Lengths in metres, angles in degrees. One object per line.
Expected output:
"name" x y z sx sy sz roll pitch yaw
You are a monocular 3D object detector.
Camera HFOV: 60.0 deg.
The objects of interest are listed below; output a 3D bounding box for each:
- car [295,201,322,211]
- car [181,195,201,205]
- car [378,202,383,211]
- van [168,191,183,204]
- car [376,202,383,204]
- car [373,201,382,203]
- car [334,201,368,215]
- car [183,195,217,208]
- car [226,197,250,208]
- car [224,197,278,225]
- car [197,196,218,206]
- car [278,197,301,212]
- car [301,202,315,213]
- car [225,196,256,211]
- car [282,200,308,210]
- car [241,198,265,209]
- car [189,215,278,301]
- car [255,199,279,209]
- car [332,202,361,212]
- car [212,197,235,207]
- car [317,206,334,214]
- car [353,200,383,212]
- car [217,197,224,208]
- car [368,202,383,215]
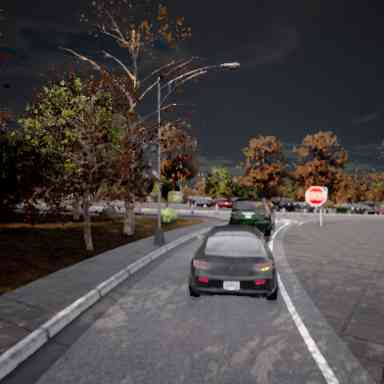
"car" 21.385 2.532 61.282 2.231 1.521 4.892 3 0 -16
"car" -0.178 1.354 55.187 2.002 1.452 4.674 4 -1 -16
"car" 40.031 2.984 66.596 2.185 1.767 4.553 1 0 -16
"van" -2.693 0.915 54.339 1.878 1.987 4.442 4 0 -16
"car" 27.664 2.727 49.502 2.163 1.488 4.792 2 0 -16
"car" 30.349 2.673 50.263 2.185 1.767 4.553 2 0 -16
"car" 22.327 2.348 47.928 2.185 1.767 4.553 3 0 -16
"car" 0.904 1.229 41.866 2.163 1.488 4.792 4 -1 -16
"car" 7.927 1.845 57.671 1.946 1.575 5.366 3 -1 -16
"car" 3.624 1.360 19.390 2.150 2.045 5.566 0 0 17
"car" 2.496 1.537 55.944 2.002 1.452 4.674 4 -1 -16
"car" 11.604 1.658 44.954 2.435 2.045 5.566 3 -1 -16
"car" 14.279 2.067 45.676 2.231 1.521 4.892 3 -1 -16
"car" 6.245 1.441 43.440 2.185 1.767 4.553 4 -1 -16
"car" 18.580 2.408 60.488 2.097 1.535 5.008 3 0 -16
"car" 10.612 2.003 58.431 1.946 1.575 5.366 3 -1 -16
"car" 1.055 1.548 8.332 1.812 1.442 4.674 0 0 8
"car" 13.221 2.177 58.947 2.163 1.488 4.792 3 -1 -16
"car" 29.353 2.824 63.350 1.946 1.575 5.366 2 0 -16
"car" 5.286 1.711 56.761 2.163 1.488 4.792 4 -1 -16
"car" 16.954 2.243 46.410 2.163 1.488 4.792 3 -1 -16
"car" 34.667 2.733 65.075 2.435 2.045 5.566 2 0 -16
"car" 3.560 1.412 42.679 2.163 1.488 4.792 4 -1 -16
"car" 25.000 2.619 48.687 2.163 1.488 4.792 2 0 -16
